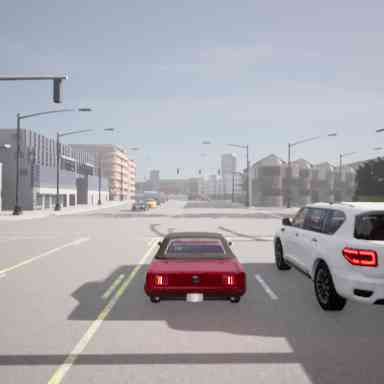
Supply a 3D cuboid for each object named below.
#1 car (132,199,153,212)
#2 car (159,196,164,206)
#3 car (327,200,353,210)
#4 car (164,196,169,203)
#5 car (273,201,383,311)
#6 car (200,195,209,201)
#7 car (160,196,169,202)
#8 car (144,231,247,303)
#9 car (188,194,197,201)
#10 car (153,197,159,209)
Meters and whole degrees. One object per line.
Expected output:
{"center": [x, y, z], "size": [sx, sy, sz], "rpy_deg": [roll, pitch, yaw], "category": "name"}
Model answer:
{"center": [-7.083, 1.883, 46.000], "size": [2.128, 1.511, 4.902], "rpy_deg": [0, -1, 1], "category": "car"}
{"center": [-7.024, 1.902, 64.921], "size": [1.837, 1.490, 4.892], "rpy_deg": [0, 1, 0], "category": "car"}
{"center": [24.193, 2.106, 54.293], "size": [2.033, 1.411, 5.357], "rpy_deg": [-1, -1, 45], "category": "car"}
{"center": [-6.983, 1.787, 75.067], "size": [2.128, 1.511, 4.902], "rpy_deg": [0, 1, 0], "category": "car"}
{"center": [3.565, 1.239, 7.919], "size": [2.150, 2.045, 5.566], "rpy_deg": [0, 0, 0], "category": "car"}
{"center": [3.520, 1.577, 89.240], "size": [2.097, 1.767, 4.553], "rpy_deg": [0, -1, 0], "category": "car"}
{"center": [-6.981, 1.732, 85.320], "size": [1.812, 1.442, 4.674], "rpy_deg": [0, 0, 0], "category": "car"}
{"center": [0.071, 1.622, 8.212], "size": [1.895, 1.301, 4.718], "rpy_deg": [0, 0, 0], "category": "car"}
{"center": [0.020, 1.442, 88.887], "size": [2.150, 2.045, 5.566], "rpy_deg": [0, -1, 0], "category": "car"}
{"center": [-7.071, 1.927, 55.384], "size": [1.882, 1.535, 5.008], "rpy_deg": [0, 0, 0], "category": "car"}
